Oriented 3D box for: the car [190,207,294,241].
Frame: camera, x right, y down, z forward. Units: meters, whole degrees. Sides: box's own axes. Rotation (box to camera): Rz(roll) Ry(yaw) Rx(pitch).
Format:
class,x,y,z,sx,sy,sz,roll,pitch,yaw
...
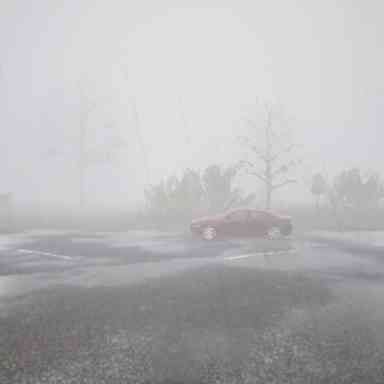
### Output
class,x,y,z,sx,sy,sz,roll,pitch,yaw
car,2.421,1.527,16.481,5.008,1.535,1.882,0,0,1
